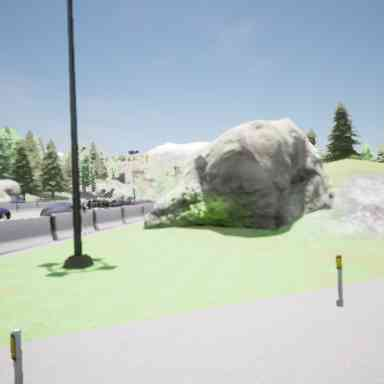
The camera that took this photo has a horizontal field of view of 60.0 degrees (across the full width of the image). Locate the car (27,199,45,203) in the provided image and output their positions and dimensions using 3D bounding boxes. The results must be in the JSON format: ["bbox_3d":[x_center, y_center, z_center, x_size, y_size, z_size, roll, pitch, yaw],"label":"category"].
[{"bbox_3d":[-28.180,2.145,62.735,1.812,1.442,4.674,-1,-1,13],"label":"car"}]

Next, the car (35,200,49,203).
[{"bbox_3d":[-10.961,1.584,28.474,1.994,1.385,4.181,-1,0,13],"label":"car"}]

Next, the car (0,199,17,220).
[{"bbox_3d":[-15.553,1.444,24.241,2.097,1.767,4.553,-1,0,13],"label":"car"}]

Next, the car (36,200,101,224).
[{"bbox_3d":[-8.562,1.535,23.381,1.994,1.385,4.181,-1,0,13],"label":"car"}]

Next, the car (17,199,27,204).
[{"bbox_3d":[-32.175,2.092,61.038,1.882,1.535,5.008,-1,-1,13],"label":"car"}]

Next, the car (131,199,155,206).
[{"bbox_3d":[-6.574,1.638,47.152,1.994,1.385,4.181,-1,-1,13],"label":"car"}]

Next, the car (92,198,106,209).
[{"bbox_3d":[-13.406,1.684,48.681,2.128,1.511,4.902,-1,-1,13],"label":"car"}]

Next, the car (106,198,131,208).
[{"bbox_3d":[-9.967,1.626,48.019,2.128,1.511,4.902,-1,-1,13],"label":"car"}]
